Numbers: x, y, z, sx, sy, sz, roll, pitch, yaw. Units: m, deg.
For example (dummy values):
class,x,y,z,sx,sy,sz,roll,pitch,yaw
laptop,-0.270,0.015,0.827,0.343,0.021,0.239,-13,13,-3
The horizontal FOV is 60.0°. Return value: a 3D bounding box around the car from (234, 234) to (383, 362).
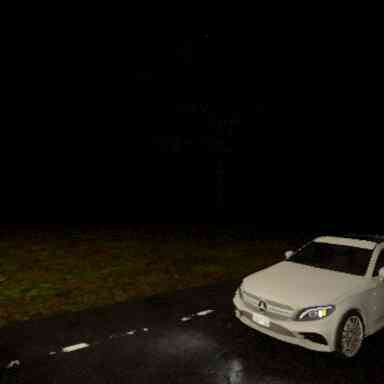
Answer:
class,x,y,z,sx,sy,sz,roll,pitch,yaw
car,2.868,1.543,6.048,4.674,1.442,1.812,0,0,-36
